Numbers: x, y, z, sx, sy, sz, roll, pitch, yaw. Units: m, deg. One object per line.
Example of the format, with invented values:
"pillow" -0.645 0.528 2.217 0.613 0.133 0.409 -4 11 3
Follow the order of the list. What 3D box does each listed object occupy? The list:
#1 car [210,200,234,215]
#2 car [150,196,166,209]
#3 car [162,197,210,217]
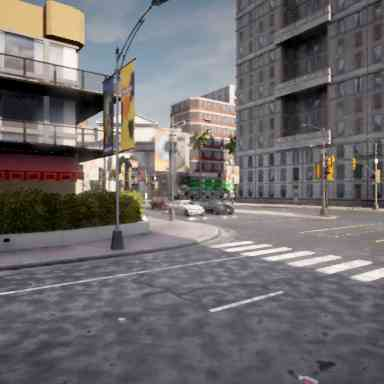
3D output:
"car" 2.381 1.560 33.812 1.994 1.385 4.181 0 0 -35
"car" -3.492 1.348 42.181 2.097 1.767 4.553 0 0 -35
"car" -0.688 1.523 32.090 1.812 1.442 4.674 0 0 -35
